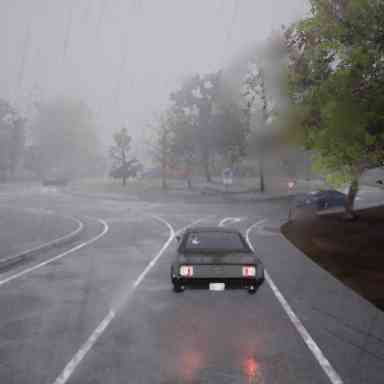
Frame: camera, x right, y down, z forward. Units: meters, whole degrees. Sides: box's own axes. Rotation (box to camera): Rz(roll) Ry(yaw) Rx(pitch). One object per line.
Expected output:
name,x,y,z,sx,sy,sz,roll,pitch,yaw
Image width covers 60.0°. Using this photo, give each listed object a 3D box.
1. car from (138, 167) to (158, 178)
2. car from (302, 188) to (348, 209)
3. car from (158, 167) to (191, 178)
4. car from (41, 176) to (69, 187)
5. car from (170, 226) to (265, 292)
car,-7.626,-3.797,64.256,5.566,2.045,2.150,-2,6,-18
car,10.642,0.419,26.161,4.674,1.442,1.812,-4,7,-32
car,-2.996,-3.580,62.142,5.566,2.045,2.150,-1,6,-7
car,-18.326,-1.441,44.758,1.895,1.301,4.718,0,6,2
car,0.503,1.548,8.740,1.895,1.301,4.718,0,1,0
